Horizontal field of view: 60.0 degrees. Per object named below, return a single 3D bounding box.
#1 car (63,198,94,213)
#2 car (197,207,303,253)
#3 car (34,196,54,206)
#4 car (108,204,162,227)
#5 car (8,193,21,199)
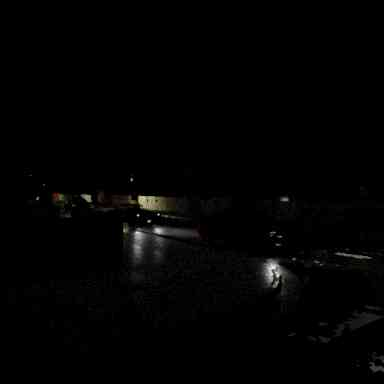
[{"bbox_3d":[-11.149,1.343,32.510,1.837,1.490,4.892,0,0,-35],"label":"car"},{"bbox_3d":[2.202,1.429,13.818,1.882,1.535,5.008,0,0,-36],"label":"car"},{"bbox_3d":[-20.394,1.316,45.615,2.033,1.411,5.357,0,0,-36],"label":"car"},{"bbox_3d":[-3.940,1.499,22.401,1.895,1.301,4.718,0,0,-36],"label":"car"},{"bbox_3d":[-44.549,1.113,84.170,2.033,1.411,5.357,0,0,-36],"label":"car"}]
